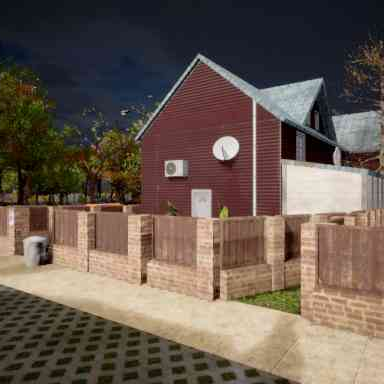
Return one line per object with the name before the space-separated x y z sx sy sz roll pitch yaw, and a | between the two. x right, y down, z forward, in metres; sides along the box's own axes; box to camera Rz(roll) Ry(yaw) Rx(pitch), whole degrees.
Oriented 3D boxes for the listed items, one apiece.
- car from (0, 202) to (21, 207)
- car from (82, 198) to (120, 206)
car | -14.847 1.556 25.082 1.837 1.490 4.892 0 0 35
car | -9.233 1.435 33.003 2.097 1.767 4.553 0 0 35
